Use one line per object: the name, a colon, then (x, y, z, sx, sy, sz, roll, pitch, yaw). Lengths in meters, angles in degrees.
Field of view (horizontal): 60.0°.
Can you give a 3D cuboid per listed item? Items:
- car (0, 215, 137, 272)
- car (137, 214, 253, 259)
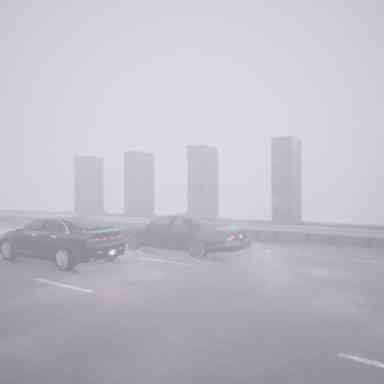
car: (-4.345, 1.518, 10.899, 4.892, 1.490, 1.837, -1, 0, 33)
car: (-0.456, 1.545, 12.570, 5.357, 1.411, 2.033, 0, 0, 33)
